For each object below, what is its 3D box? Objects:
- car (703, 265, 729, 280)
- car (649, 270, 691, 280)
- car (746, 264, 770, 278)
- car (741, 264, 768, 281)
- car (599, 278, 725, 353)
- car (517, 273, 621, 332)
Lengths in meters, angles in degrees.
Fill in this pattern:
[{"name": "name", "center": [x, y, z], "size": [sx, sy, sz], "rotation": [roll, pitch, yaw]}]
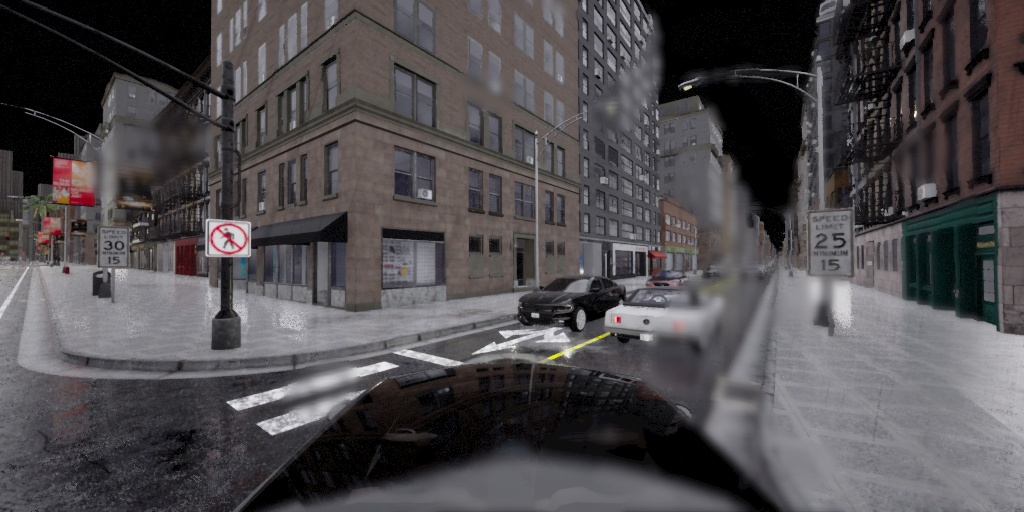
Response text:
[{"name": "car", "center": [20.732, 1.676, 36.355], "size": [1.837, 1.490, 4.892], "rotation": [-1, -2, 37]}, {"name": "car", "center": [9.381, 1.552, 21.348], "size": [1.994, 1.385, 4.181], "rotation": [-1, -1, 37]}, {"name": "car", "center": [29.546, 1.743, 43.009], "size": [2.128, 1.511, 4.902], "rotation": [-1, -1, 37]}, {"name": "car", "center": [23.557, 1.624, 34.965], "size": [2.128, 1.511, 4.902], "rotation": [-1, -1, 37]}, {"name": "car", "center": [4.141, 1.424, 9.201], "size": [1.895, 1.301, 4.718], "rotation": [-1, -1, 37]}, {"name": "car", "center": [2.123, 1.351, 11.680], "size": [1.882, 1.535, 5.008], "rotation": [-1, -1, 37]}]
